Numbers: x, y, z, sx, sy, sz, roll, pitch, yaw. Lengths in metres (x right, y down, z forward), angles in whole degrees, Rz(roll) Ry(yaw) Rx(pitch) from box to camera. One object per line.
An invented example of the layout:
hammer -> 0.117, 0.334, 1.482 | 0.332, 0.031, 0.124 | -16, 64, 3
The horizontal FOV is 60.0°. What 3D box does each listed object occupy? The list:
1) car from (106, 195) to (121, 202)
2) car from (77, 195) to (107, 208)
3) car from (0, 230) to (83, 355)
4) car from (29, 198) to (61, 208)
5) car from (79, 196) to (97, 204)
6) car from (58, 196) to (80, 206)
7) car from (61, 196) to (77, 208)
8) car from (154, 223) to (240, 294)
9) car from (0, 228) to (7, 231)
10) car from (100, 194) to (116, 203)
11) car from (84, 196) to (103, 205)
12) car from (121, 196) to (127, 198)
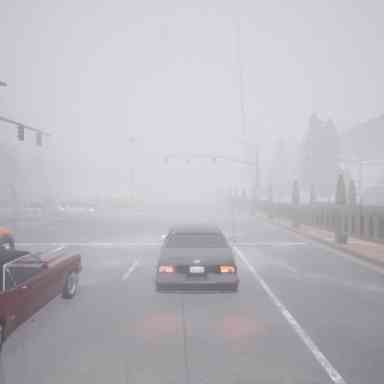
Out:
car -> -14.121, 1.601, 57.358 | 1.895, 1.301, 4.718 | 0, 0, 0
car -> -14.136, 1.547, 47.286 | 2.033, 1.411, 5.357 | 0, 0, 0
car -> -3.404, 1.601, 5.496 | 1.895, 1.301, 4.718 | 0, 0, 0
car -> -21.136, 1.547, 47.398 | 2.033, 1.411, 5.357 | 0, 0, 0
car -> -21.054, 1.525, 67.609 | 2.128, 1.511, 4.902 | 0, 0, 0
car -> -21.117, 1.478, 57.269 | 1.882, 1.535, 5.008 | 0, 0, 0
car -> -17.619, 1.526, 49.410 | 1.812, 1.442, 4.674 | 0, 0, 0
car -> 0.093, 1.547, 8.951 | 2.033, 1.411, 5.357 | 0, 0, 0
car -> -6.907, 1.352, 9.161 | 2.097, 1.767, 4.553 | 0, 0, 0
car -> -17.556, 1.355, 69.743 | 2.097, 1.767, 4.553 | 0, 0, 0
car -> -17.612, 1.478, 59.445 | 1.882, 1.535, 5.008 | 0, 0, 1
car -> -14.056, 1.491, 67.802 | 2.128, 1.511, 4.902 | 0, 0, 0
